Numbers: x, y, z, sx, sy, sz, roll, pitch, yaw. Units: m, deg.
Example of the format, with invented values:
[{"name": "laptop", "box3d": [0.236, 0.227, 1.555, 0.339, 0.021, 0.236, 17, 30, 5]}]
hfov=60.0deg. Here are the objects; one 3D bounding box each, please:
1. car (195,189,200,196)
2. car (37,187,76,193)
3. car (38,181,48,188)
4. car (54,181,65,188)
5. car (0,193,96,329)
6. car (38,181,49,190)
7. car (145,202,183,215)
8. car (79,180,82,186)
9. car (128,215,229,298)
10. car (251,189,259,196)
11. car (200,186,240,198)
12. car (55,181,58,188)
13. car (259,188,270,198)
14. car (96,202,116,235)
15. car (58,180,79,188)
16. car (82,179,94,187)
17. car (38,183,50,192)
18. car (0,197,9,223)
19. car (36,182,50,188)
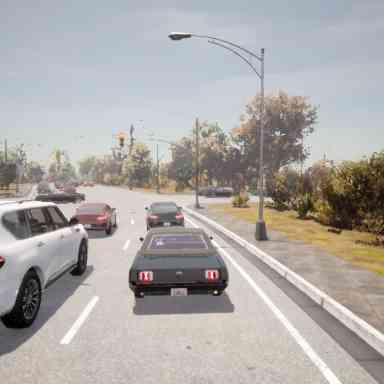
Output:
[{"name": "car", "box3d": [2.840, -0.158, 48.069, 4.892, 1.490, 1.837, 0, 3, -22]}, {"name": "car", "box3d": [-13.271, 0.519, 33.975, 4.718, 1.301, 1.895, -1, 3, -22]}, {"name": "car", "box3d": [-35.252, -1.761, 78.510, 1.994, 1.385, 4.181, -1, 3, -25]}, {"name": "car", "box3d": [-31.244, -1.773, 78.194, 2.128, 1.511, 4.902, -1, 3, -25]}, {"name": "car", "box3d": [-3.808, 1.174, 6.948, 2.150, 2.045, 5.566, 0, 1, -4]}, {"name": "car", "box3d": [-30.875, -1.385, 69.116, 1.882, 1.535, 5.008, -1, 3, -25]}, {"name": "car", "box3d": [-1.461, 1.219, 17.376, 1.812, 1.442, 4.674, 0, 2, -8]}, {"name": "car", "box3d": [-28.995, -1.992, 81.648, 1.882, 1.535, 5.008, -1, 3, -25]}, {"name": "car", "box3d": [-0.386, 1.525, 8.356, 1.895, 1.301, 4.718, 0, 1, -4]}, {"name": "car", "box3d": [11.234, 0.026, 51.389, 4.181, 1.385, 1.994, 1, 2, -21]}, {"name": "car", "box3d": [3.969, 0.103, 44.762, 4.718, 1.301, 1.895, 0, 3, -22]}, {"name": "car", "box3d": [-26.986, -1.508, 69.050, 2.097, 1.767, 4.553, -1, 3, -25]}, {"name": "car", "box3d": [12.957, 0.187, 48.324, 5.357, 1.411, 2.033, 1, 2, -22]}, {"name": "car", "box3d": [-4.896, 1.247, 16.780, 1.812, 1.442, 4.674, 0, 2, -8]}, {"name": "car", "box3d": [-19.275, -0.643, 51.803, 2.097, 1.767, 4.553, -1, 3, -23]}, {"name": "car", "box3d": [-25.984, -2.201, 83.466, 2.097, 1.767, 4.553, -1, 3, -25]}, {"name": "car", "box3d": [-26.602, -0.840, 59.791, 1.994, 1.385, 4.181, -1, 3, -24]}, {"name": "car", "box3d": [-12.411, 1.166, 19.365, 1.812, 1.442, 4.674, 0, 2, -12]}, {"name": "car", "box3d": [-23.028, -0.483, 51.643, 1.837, 1.490, 4.892, -1, 3, -23]}]
